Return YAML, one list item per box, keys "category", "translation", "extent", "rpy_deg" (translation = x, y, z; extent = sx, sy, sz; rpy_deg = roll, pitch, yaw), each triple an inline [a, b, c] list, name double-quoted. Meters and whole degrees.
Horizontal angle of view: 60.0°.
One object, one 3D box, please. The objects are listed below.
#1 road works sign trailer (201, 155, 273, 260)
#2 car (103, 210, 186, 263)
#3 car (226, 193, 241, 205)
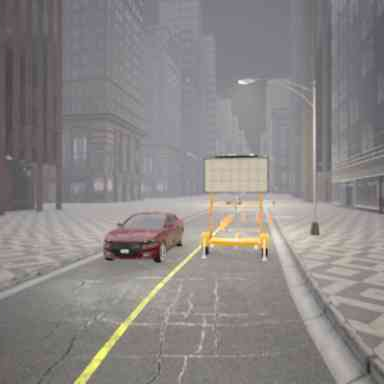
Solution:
- category: "road works sign trailer"
  translation: [1.647, 0.443, 12.418]
  extent: [2.380, 3.560, 2.880]
  rpy_deg: [0, 0, 11]
- category: "car"
  translation: [-1.525, 1.461, 12.214]
  extent: [1.882, 1.535, 5.008]
  rpy_deg: [0, 0, 10]
- category: "car"
  translation: [6.798, 1.050, 54.142]
  extent: [2.150, 2.045, 5.566]
  rpy_deg: [0, 0, 12]
